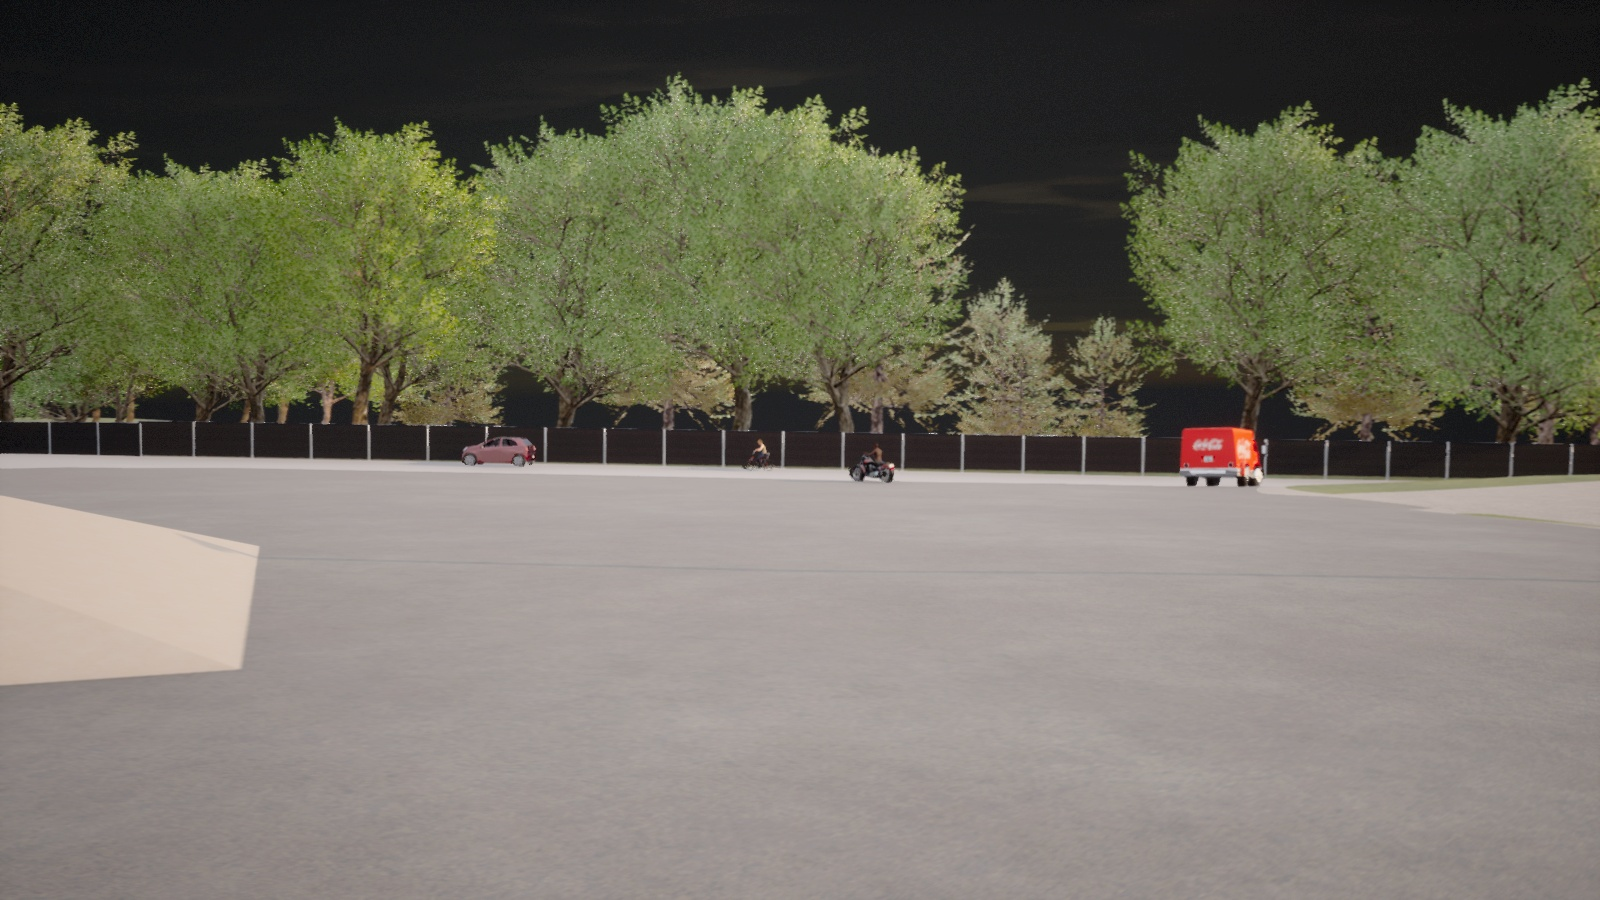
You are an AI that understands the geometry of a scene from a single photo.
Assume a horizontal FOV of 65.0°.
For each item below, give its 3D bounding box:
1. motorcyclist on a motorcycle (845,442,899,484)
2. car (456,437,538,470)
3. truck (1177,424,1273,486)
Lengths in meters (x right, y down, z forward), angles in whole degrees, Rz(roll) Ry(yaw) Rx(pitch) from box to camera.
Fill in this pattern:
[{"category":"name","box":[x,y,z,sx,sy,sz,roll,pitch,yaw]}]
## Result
[{"category":"motorcyclist on a motorcycle","box":[2.895,0.496,50.719,0.766,1.649,2.350,0,1,-42]},{"category":"car","box":[-15.241,0.148,63.241,3.633,1.501,1.845,1,3,5]},{"category":"truck","box":[18.462,0.275,54.364,2.627,2.467,5.204,-2,-3,34]}]
